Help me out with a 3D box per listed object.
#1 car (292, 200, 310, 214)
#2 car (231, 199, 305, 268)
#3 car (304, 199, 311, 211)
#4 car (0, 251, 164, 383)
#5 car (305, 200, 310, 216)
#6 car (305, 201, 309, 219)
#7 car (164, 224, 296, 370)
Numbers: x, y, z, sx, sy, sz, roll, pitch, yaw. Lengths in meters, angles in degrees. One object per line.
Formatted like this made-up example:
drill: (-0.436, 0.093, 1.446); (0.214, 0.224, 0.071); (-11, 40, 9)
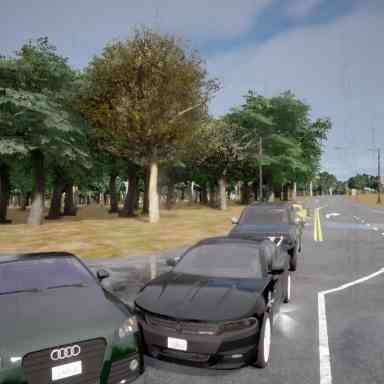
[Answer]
car: (13.275, 1.744, 40.177); (1.812, 1.442, 4.674); (-1, 0, 21)
car: (2.845, 1.458, 12.419); (2.150, 2.045, 5.566); (-2, 0, 21)
car: (11.285, 1.560, 34.965); (2.097, 1.767, 4.553); (-1, 0, 21)
car: (-2.315, 1.643, 4.976); (1.994, 1.385, 4.181); (1, -2, -33)
car: (9.263, 1.722, 29.587); (1.812, 1.442, 4.674); (-1, 0, 20)
car: (7.209, 1.662, 24.081); (1.882, 1.535, 5.008); (-1, 0, 20)
car: (0.730, 1.613, 6.276); (1.882, 1.535, 5.008); (-1, -2, 21)
